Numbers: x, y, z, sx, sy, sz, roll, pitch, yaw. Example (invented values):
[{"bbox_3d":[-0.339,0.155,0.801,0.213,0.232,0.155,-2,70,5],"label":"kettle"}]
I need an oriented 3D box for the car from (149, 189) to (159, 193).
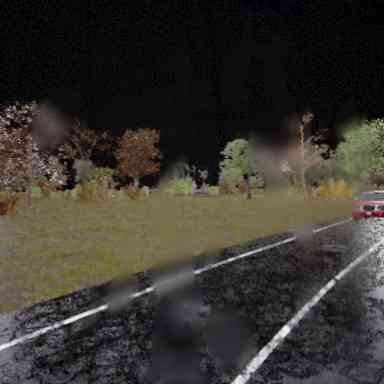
[{"bbox_3d":[-9.566,-0.047,84.550,4.674,1.442,1.812,0,1,38],"label":"car"}]

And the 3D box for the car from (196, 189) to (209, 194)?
[{"bbox_3d":[2.296,0.047,75.355,4.674,1.442,1.812,0,1,38],"label":"car"}]

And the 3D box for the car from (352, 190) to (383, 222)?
[{"bbox_3d":[12.683,0.931,22.915,2.150,2.045,5.566,-2,0,38],"label":"car"}]
